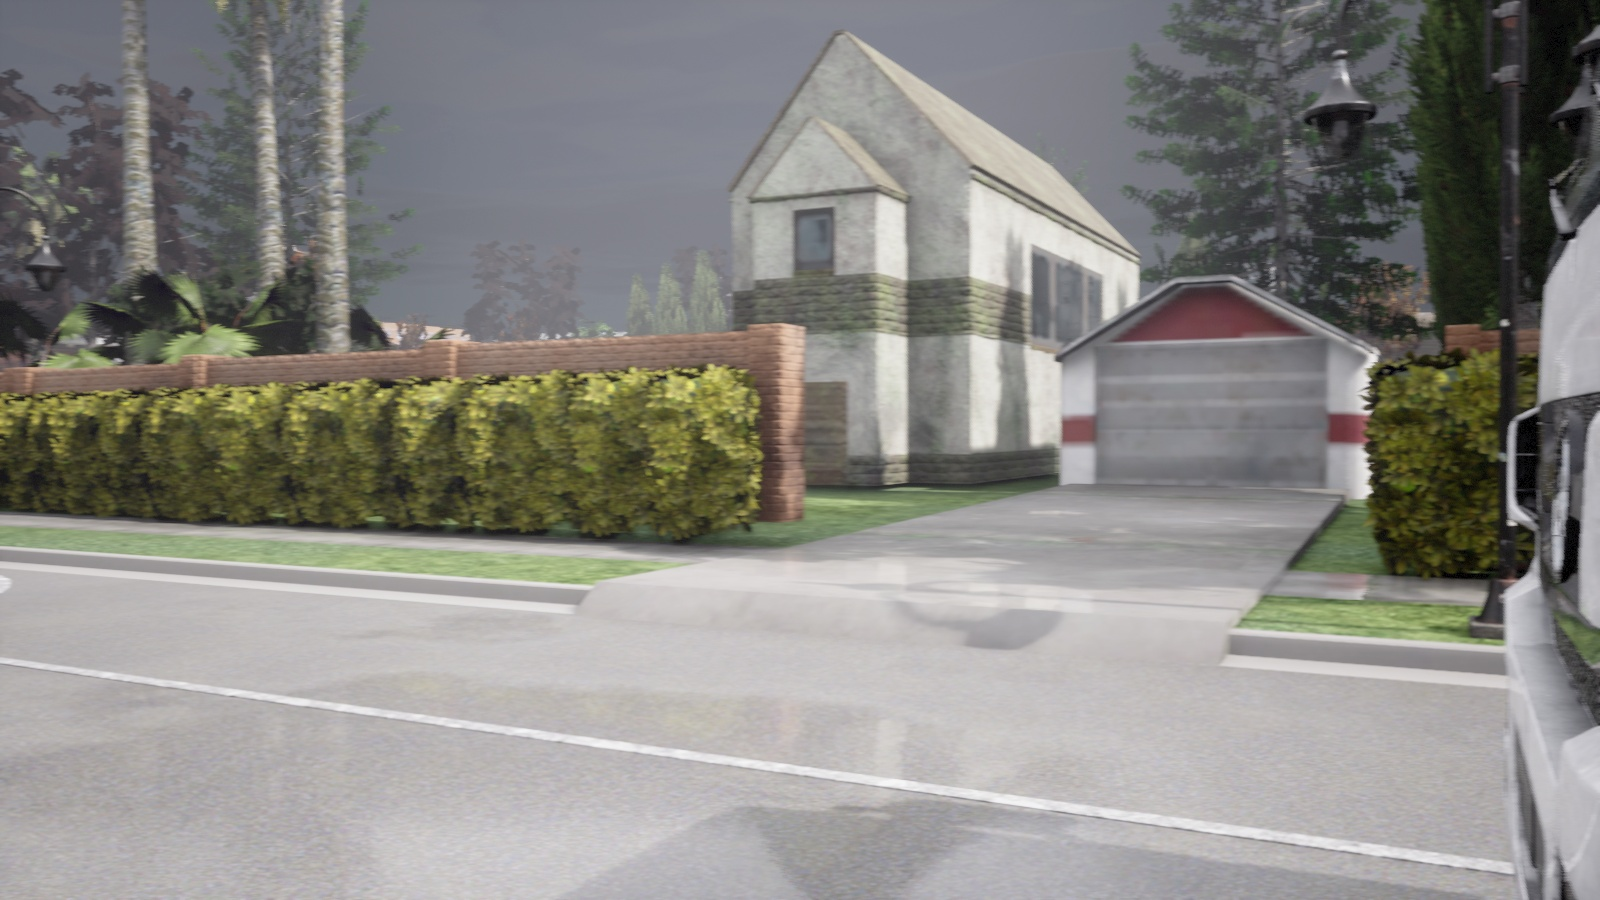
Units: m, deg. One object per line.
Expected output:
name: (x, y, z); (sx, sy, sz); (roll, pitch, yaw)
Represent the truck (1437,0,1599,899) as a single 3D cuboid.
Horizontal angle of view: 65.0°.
truck: (5.048, -0.157, 1.134); (7.936, 3.462, 2.891); (1, 1, 27)
